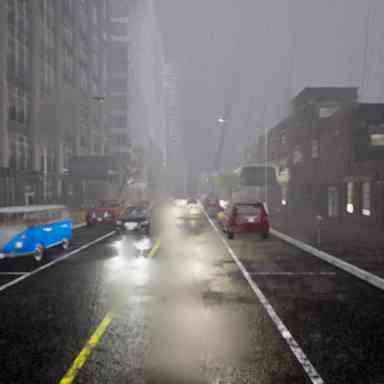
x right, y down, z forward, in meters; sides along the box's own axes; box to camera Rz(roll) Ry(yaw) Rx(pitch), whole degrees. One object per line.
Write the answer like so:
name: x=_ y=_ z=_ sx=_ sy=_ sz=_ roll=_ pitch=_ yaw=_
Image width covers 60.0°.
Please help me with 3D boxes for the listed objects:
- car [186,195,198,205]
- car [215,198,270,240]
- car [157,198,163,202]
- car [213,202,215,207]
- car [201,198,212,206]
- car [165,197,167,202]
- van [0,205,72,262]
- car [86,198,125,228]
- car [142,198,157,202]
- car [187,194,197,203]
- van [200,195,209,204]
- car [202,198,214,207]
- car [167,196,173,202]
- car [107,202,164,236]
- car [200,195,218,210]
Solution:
car: x=-0.015 y=1.716 z=63.307 sx=1.812 sy=1.442 sz=4.674 roll=0 pitch=0 yaw=0
car: x=2.671 y=1.368 z=17.462 sx=2.192 sy=1.841 sz=5.009 roll=-1 pitch=0 yaw=0
car: x=-5.713 y=1.677 z=50.508 sx=1.752 sy=1.417 sz=4.829 roll=-1 pitch=0 yaw=0
car: x=2.674 y=1.596 z=23.166 sx=1.752 sy=1.417 sz=4.829 roll=-1 pitch=0 yaw=0
car: x=2.665 y=1.768 z=61.737 sx=1.802 sy=1.307 sz=4.206 roll=-1 pitch=0 yaw=0
car: x=-5.715 y=1.694 z=56.043 sx=1.752 sy=1.417 sz=4.829 roll=-1 pitch=0 yaw=0
van: x=-5.707 y=1.378 z=11.935 sx=1.690 sy=1.788 sz=3.998 roll=-1 pitch=0 yaw=0
car: x=-5.710 y=1.385 z=23.004 sx=2.192 sy=1.841 sz=5.009 roll=-1 pitch=0 yaw=0
car: x=-5.710 y=1.664 z=39.608 sx=1.887 sy=1.381 sz=4.507 roll=-1 pitch=0 yaw=0
car: x=-0.016 y=1.404 z=73.243 sx=2.097 sy=1.767 sz=4.553 roll=0 pitch=0 yaw=0
van: x=2.659 y=1.560 z=72.806 sx=1.690 sy=1.788 sz=3.998 roll=-1 pitch=0 yaw=0
car: x=2.666 y=1.735 z=56.203 sx=1.947 sy=1.339 sz=4.313 roll=-1 pitch=0 yaw=0
car: x=-5.722 y=1.692 z=83.888 sx=1.967 sy=1.590 sz=4.097 roll=-1 pitch=0 yaw=0
car: x=-3.050 y=1.550 z=19.061 sx=2.128 sy=1.511 sz=4.902 roll=0 pitch=0 yaw=0
car: x=2.665 y=1.451 z=45.135 sx=2.192 sy=1.841 sz=5.009 roll=-1 pitch=0 yaw=0
